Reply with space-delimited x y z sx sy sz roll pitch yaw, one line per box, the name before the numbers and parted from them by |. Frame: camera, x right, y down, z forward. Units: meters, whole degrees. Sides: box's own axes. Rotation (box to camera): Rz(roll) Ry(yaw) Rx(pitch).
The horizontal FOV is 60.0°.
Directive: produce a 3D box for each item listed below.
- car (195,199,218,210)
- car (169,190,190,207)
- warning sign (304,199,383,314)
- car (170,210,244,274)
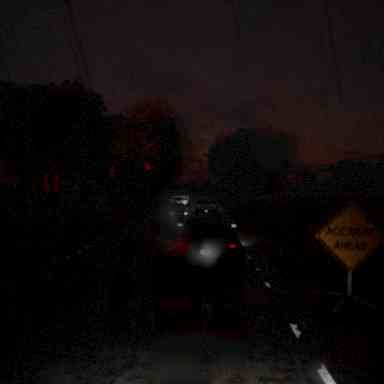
car | 1.291 1.270 29.796 1.895 1.301 4.718 0 1 3
car | -1.440 0.744 40.644 2.150 2.045 5.566 0 1 3
warning sign | 2.869 1.083 6.040 1.300 1.860 1.060 1 1 2
car | 0.461 1.480 10.337 1.994 1.385 4.181 0 1 3
